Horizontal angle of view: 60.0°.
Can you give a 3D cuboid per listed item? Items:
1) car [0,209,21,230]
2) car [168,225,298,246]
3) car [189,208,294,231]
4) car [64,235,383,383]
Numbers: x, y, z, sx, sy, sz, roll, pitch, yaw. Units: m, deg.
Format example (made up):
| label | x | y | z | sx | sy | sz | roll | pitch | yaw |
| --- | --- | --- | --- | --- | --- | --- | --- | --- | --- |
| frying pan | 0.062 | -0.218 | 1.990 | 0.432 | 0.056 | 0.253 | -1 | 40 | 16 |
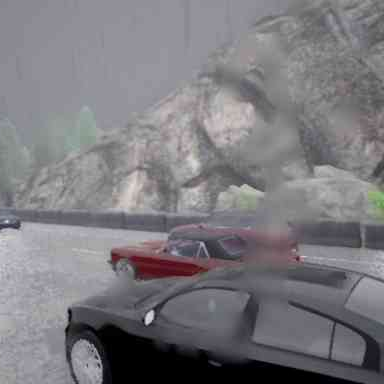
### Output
| label | x | y | z | sx | sy | sz | roll | pitch | yaw |
| --- | --- | --- | --- | --- | --- | --- | --- | --- | --- |
| car | -13.140 | 1.835 | 21.967 | 4.181 | 1.385 | 1.994 | -1 | 0 | 36 |
| car | 0.067 | 1.656 | 8.243 | 4.718 | 1.301 | 1.895 | -1 | 0 | 35 |
| car | 1.249 | 1.420 | 11.700 | 4.553 | 1.767 | 2.097 | -1 | 0 | 36 |
| car | 0.669 | 1.495 | 3.515 | 5.008 | 1.535 | 1.882 | -1 | 0 | 36 |
